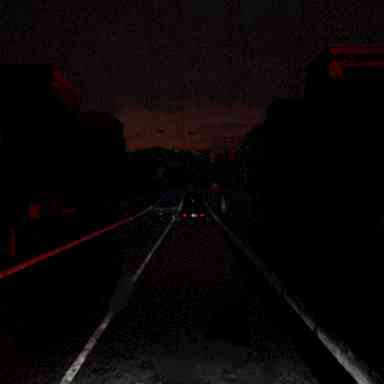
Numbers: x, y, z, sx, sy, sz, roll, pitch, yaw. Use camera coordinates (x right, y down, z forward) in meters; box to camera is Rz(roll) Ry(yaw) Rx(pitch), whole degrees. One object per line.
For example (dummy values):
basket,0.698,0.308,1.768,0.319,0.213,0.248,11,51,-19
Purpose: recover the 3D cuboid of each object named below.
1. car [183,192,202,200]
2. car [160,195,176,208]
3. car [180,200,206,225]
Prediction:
car,0.072,0.977,40.527,2.150,2.045,5.566,0,2,0
car,-3.107,1.112,43.413,1.882,1.535,5.008,0,3,0
car,0.088,1.588,24.295,2.033,1.411,5.357,0,0,0
